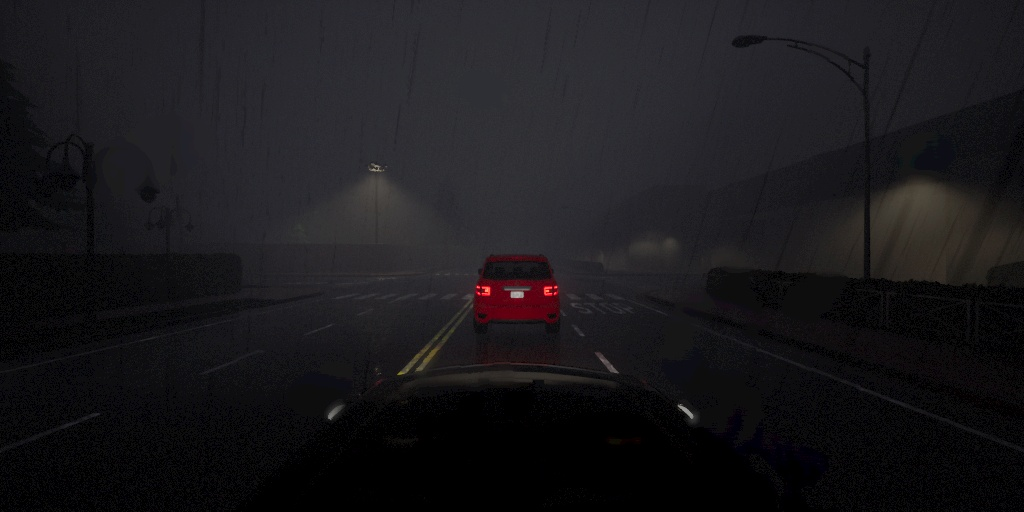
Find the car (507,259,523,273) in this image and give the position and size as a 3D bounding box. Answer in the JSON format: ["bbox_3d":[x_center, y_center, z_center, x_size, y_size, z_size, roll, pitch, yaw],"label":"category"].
[{"bbox_3d":[0.368,1.227,45.650,1.882,1.535,5.008,0,0,1],"label":"car"}]

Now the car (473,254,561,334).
[{"bbox_3d":[0.124,0.971,10.800,2.150,2.045,5.566,0,0,0],"label":"car"}]
